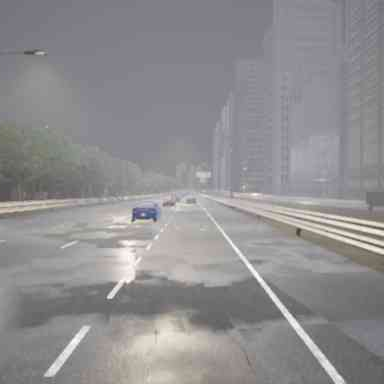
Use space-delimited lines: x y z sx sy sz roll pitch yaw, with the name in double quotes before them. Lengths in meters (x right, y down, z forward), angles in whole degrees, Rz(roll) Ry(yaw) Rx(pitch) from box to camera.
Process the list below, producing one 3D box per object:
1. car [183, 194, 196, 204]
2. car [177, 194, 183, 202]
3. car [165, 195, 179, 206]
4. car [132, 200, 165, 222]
"car" -0.140 1.592 67.569 2.128 1.511 4.902 0 0 0
"car" -3.791 1.475 74.453 2.097 1.767 4.553 0 0 0
"car" -3.661 1.673 54.996 1.895 1.301 4.718 0 0 0
"car" -3.539 1.499 26.447 1.882 1.535 5.008 0 0 0
